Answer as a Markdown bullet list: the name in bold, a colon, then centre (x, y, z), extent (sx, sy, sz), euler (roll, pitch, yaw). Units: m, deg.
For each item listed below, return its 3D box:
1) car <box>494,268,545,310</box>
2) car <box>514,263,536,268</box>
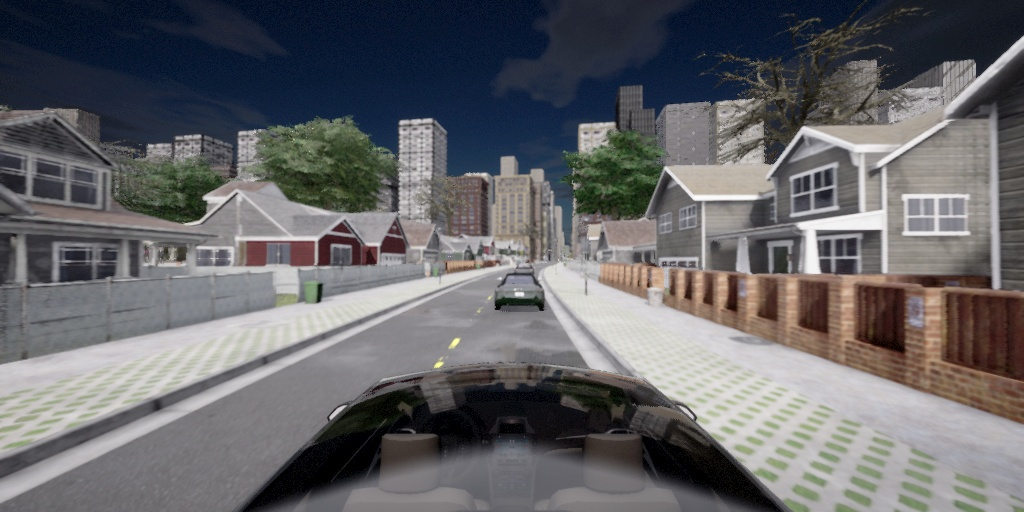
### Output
- **car**: centre (0.331, 1.375, 15.103), extent (1.994, 1.385, 4.181), euler (0, 0, 2)
- **car**: centre (1.178, 1.392, 33.286), extent (2.128, 1.511, 4.902), euler (0, 0, 4)
